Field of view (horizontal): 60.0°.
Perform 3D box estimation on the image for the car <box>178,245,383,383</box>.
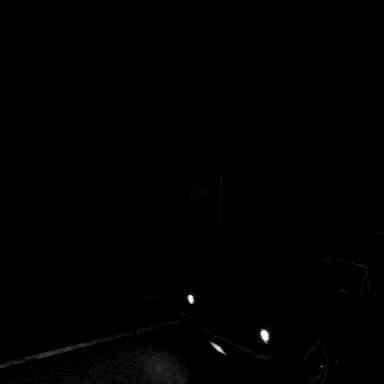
[{"bbox_3d":[2.172,1.619,5.308,4.718,1.301,1.895,0,0,-33],"label":"car"}]
